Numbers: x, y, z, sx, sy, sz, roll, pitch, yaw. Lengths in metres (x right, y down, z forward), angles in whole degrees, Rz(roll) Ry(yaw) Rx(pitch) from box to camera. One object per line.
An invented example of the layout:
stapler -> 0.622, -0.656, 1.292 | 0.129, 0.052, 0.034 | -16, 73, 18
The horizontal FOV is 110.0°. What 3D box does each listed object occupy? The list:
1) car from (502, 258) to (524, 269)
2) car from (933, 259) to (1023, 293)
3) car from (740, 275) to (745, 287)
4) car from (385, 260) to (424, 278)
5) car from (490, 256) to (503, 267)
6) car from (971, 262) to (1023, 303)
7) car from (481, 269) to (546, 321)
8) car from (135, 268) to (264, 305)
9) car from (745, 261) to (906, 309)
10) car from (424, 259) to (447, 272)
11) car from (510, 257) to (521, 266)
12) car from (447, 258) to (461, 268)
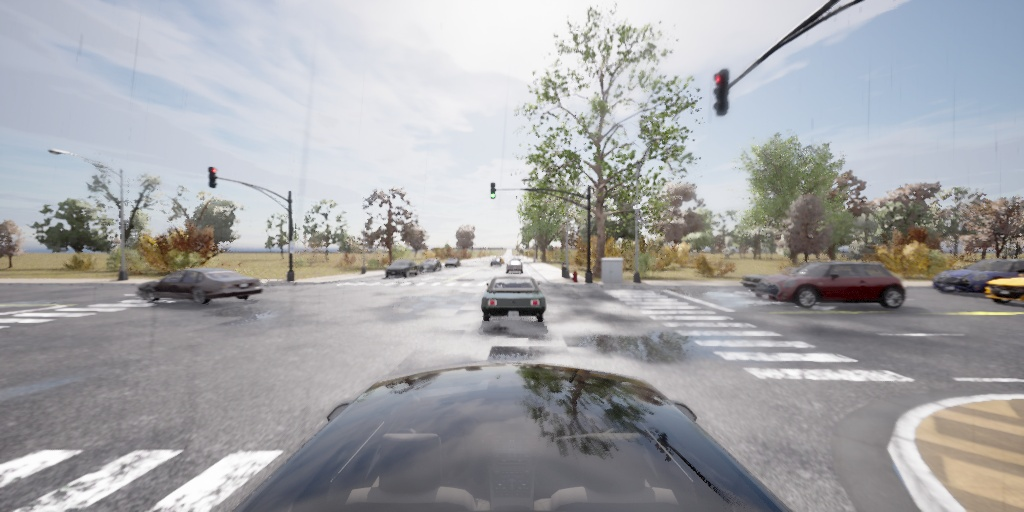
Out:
car -> 0.300, 1.145, 38.685 | 2.033, 1.411, 5.357 | 0, 0, 1
car -> 22.844, 0.941, 16.737 | 4.553, 1.767, 2.097 | 0, 1, 3
car -> 13.749, 1.198, 17.171 | 4.718, 1.301, 1.895 | 0, 1, 2
car -> -9.737, 1.101, 32.121 | 1.882, 1.535, 5.008 | 0, 0, 1
car -> -2.680, 1.044, 60.299 | 2.033, 1.411, 5.357 | 0, 0, 1
car -> 21.295, 1.128, 13.561 | 5.008, 1.535, 1.882 | 0, 1, 3
car -> 0.030, 1.314, 12.354 | 1.895, 1.301, 4.718 | 0, 1, 0
car -> -13.352, 1.232, 15.358 | 5.357, 1.411, 2.033 | 0, 1, 17
car -> 12.191, 1.011, 13.989 | 4.553, 1.767, 2.097 | 0, 1, 3
car -> -9.552, 1.070, 42.523 | 2.128, 1.511, 4.902 | 0, 0, 1
car -> 0.659, 1.005, 63.829 | 1.812, 1.442, 4.674 | 0, 0, 1
car -> -9.257, 1.061, 56.563 | 2.033, 1.411, 5.357 | 0, 0, 2
